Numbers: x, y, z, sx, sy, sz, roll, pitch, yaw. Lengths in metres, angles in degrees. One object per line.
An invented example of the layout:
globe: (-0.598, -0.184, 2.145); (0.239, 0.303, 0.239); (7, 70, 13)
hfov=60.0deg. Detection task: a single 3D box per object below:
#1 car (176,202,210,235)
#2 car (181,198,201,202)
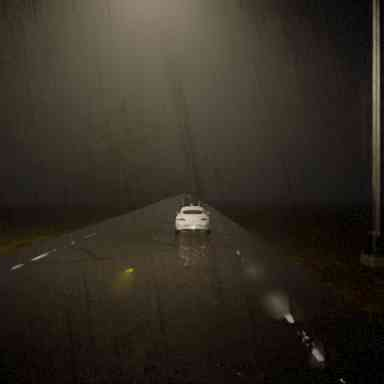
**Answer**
car: (0.043, 1.538, 18.891); (1.812, 1.442, 4.674); (0, 0, 0)
car: (-0.088, 1.375, 36.003); (2.097, 1.767, 4.553); (0, 0, -1)
